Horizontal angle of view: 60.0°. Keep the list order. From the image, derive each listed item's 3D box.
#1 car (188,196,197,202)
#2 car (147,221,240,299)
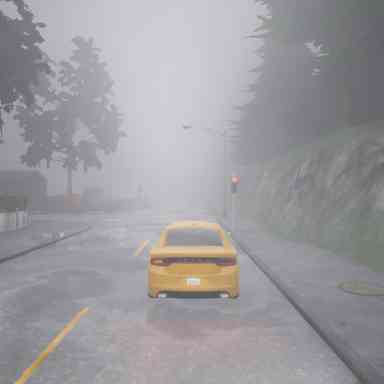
[{"bbox_3d":[0.012,1.508,71.061,1.895,1.301,4.718,0,0,0],"label":"car"},{"bbox_3d":[0.049,1.478,8.528,1.882,1.535,5.008,0,0,1],"label":"car"}]
